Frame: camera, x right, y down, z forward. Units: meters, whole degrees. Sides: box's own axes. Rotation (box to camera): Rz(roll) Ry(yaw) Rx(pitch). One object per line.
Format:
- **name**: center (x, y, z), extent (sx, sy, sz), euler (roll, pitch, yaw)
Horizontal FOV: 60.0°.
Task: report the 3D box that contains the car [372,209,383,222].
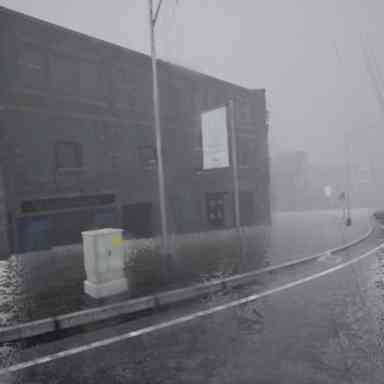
- **car**: center (19.666, 2.334, 33.403), extent (1.895, 1.301, 4.718), euler (-3, -3, 16)
